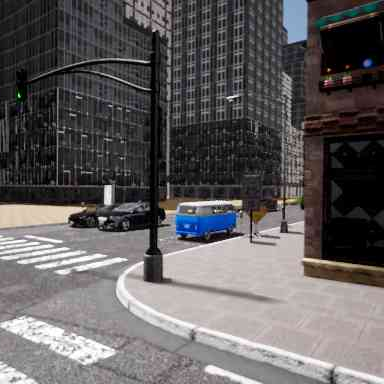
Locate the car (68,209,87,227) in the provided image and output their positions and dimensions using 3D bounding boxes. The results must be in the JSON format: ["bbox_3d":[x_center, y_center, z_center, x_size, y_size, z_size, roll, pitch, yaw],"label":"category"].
[{"bbox_3d":[-5.995,1.487,21.880,1.947,1.339,4.313,1,1,35],"label":"car"}]

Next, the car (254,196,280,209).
[{"bbox_3d":[10.043,1.313,44.419,1.967,1.590,4.097,1,1,35],"label":"car"}]

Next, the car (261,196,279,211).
[{"bbox_3d":[7.942,1.446,36.989,1.812,1.442,4.674,1,1,36],"label":"car"}]

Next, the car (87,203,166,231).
[{"bbox_3d":[-3.658,1.447,20.697,2.128,1.511,4.902,1,1,35],"label":"car"}]

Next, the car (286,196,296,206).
[{"bbox_3d":[16.359,1.383,53.298,1.752,1.417,4.829,1,1,35],"label":"car"}]

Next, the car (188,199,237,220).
[{"bbox_3d":[1.861,1.441,28.449,1.837,1.490,4.892,1,1,36],"label":"car"}]

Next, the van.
[{"bbox_3d":[0.836,1.378,17.019,1.690,1.788,3.998,1,1,35],"label":"van"}]

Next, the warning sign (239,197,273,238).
[{"bbox_3d":[3.117,1.184,16.125,1.300,1.860,1.060,1,0,35],"label":"warning sign"}]

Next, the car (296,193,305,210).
[{"bbox_3d":[15.422,1.172,42.092,2.150,2.045,5.566,1,1,36],"label":"car"}]
